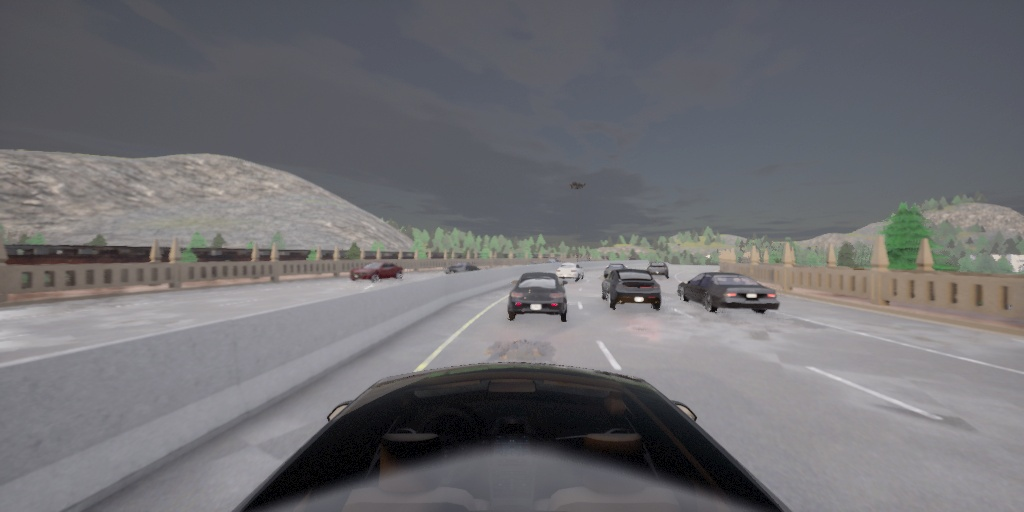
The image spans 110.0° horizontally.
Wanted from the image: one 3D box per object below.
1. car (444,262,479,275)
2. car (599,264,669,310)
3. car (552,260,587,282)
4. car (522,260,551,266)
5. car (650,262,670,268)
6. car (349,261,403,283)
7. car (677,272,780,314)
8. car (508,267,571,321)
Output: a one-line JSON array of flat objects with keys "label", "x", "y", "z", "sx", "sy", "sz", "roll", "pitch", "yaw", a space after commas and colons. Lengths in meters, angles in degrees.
[{"label": "car", "x": -4.796, "y": 1.288, "z": 34.603, "sx": 1.994, "sy": 1.385, "sz": 4.181, "roll": 0, "pitch": 0, "yaw": 19}, {"label": "car", "x": 4.848, "y": 1.275, "z": 15.024, "sx": 1.837, "sy": 1.490, "sz": 4.892, "roll": 0, "pitch": 0, "yaw": 9}, {"label": "car", "x": 4.803, "y": 1.293, "z": 29.713, "sx": 1.812, "sy": 1.442, "sz": 4.674, "roll": 0, "pitch": 0, "yaw": 18}, {"label": "car", "x": 2.716, "y": 1.357, "z": 43.882, "sx": 1.895, "sy": 1.301, "sz": 4.718, "roll": 0, "pitch": 0, "yaw": 26}, {"label": "car", "x": 14.179, "y": 1.300, "z": 34.816, "sx": 2.128, "sy": 1.511, "sz": 4.902, "roll": 0, "pitch": 0, "yaw": 23}, {"label": "car", "x": -10.459, "y": 1.177, "z": 27.979, "sx": 1.882, "sy": 1.535, "sz": 5.008, "roll": 0, "pitch": 0, "yaw": 15}, {"label": "car", "x": 8.154, "y": 1.333, "z": 14.085, "sx": 2.033, "sy": 1.411, "sz": 5.357, "roll": 0, "pitch": 0, "yaw": 9}, {"label": "car", "x": 0.946, "y": 1.279, "z": 12.452, "sx": 1.812, "sy": 1.442, "sz": 4.674, "roll": 0, "pitch": 0, "yaw": 7}]
